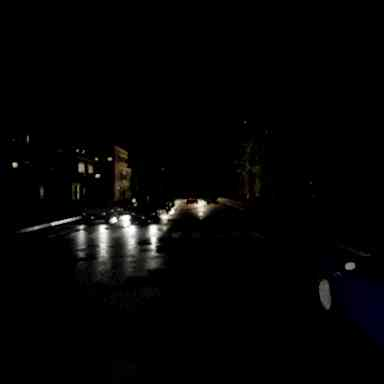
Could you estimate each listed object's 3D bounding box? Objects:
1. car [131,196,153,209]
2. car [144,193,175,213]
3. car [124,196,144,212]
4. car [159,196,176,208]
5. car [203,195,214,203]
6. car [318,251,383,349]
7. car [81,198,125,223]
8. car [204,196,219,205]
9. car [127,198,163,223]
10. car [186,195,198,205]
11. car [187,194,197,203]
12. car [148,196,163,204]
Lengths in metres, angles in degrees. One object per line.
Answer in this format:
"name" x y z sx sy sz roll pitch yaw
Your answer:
"car" -6.562 1.333 44.011 2.128 1.511 4.902 0 0 0
"car" -3.329 1.097 35.010 2.150 2.045 5.566 0 0 1
"car" -6.585 1.371 33.758 2.128 1.511 4.902 0 0 0
"car" -3.311 1.316 45.259 1.882 1.535 5.008 0 1 0
"car" 3.270 1.366 65.214 1.895 1.301 4.718 0 0 0
"car" 3.355 1.462 4.434 1.882 1.535 5.008 0 0 0
"car" -6.588 1.438 24.584 1.812 1.442 4.674 0 0 2
"car" 3.365 1.352 54.604 2.033 1.411 5.357 0 0 0
"car" -3.345 1.439 24.548 1.812 1.442 4.674 0 0 -2
"car" 0.016 1.309 54.763 1.837 1.490 4.892 0 0 0
"car" 0.020 1.246 65.182 1.882 1.535 5.008 0 0 0
"car" -6.480 1.400 59.351 2.033 1.411 5.357 0 0 0
